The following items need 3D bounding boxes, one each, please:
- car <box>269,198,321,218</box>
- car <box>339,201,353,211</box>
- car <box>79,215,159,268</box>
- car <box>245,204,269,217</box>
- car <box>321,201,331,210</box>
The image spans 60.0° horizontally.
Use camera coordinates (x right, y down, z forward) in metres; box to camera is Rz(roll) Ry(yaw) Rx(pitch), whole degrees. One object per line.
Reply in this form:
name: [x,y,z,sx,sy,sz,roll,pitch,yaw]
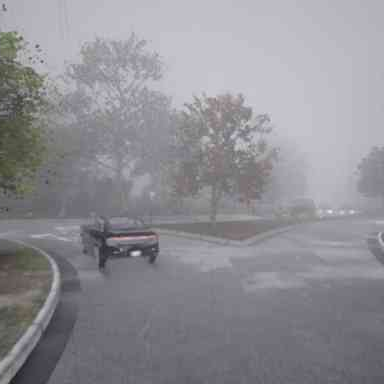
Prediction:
car: [11.068,1.695,35.556,5.566,2.045,2.150,1,-1,-40]
car: [25.426,2.291,55.038,1.837,1.490,4.892,0,-1,22]
car: [-2.704,1.556,11.645,2.128,1.511,4.902,0,0,-27]
car: [8.377,2.013,37.445,5.357,1.411,2.033,2,-1,-38]
car: [22.653,2.297,56.811,1.837,1.490,4.892,0,-1,22]
